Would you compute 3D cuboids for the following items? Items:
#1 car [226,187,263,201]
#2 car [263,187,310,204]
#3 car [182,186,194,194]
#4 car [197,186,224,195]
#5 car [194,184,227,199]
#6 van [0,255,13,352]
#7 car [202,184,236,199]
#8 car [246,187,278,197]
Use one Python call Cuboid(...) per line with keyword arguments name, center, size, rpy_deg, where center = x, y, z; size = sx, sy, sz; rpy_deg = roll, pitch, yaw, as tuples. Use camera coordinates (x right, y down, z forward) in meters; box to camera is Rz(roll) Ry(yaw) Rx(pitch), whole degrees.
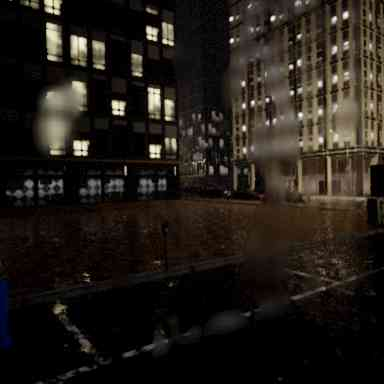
Cuboid(name="car", center=(6.136, 0.344, 36.794), size=(1.802, 1.307, 4.206), rpy_deg=(-1, 2, -36))
Cuboid(name="car", center=(9.392, 0.309, 32.266), size=(1.967, 1.590, 4.097), rpy_deg=(-1, 2, -36))
Cuboid(name="car", center=(-0.123, -0.356, 59.837), size=(1.947, 1.339, 4.313), rpy_deg=(-1, 2, -36))
Cuboid(name="car", center=(3.035, -0.293, 55.448), size=(1.752, 1.417, 4.829), rpy_deg=(-1, 2, -36))
Cuboid(name="car", center=(2.882, -0.030, 41.313), size=(2.192, 1.841, 5.009), rpy_deg=(-1, 2, -36))
Cuboid(name="van", center=(-4.163, 1.381, 3.588), size=(3.998, 1.788, 1.690), rpy_deg=(-2, 1, -36))
Cuboid(name="car", center=(3.587, -0.118, 44.747), size=(2.097, 1.767, 4.553), rpy_deg=(-2, 2, -36))
Cuboid(name="car", center=(9.647, -0.018, 46.256), size=(1.802, 1.307, 4.206), rpy_deg=(-1, 2, -36))
